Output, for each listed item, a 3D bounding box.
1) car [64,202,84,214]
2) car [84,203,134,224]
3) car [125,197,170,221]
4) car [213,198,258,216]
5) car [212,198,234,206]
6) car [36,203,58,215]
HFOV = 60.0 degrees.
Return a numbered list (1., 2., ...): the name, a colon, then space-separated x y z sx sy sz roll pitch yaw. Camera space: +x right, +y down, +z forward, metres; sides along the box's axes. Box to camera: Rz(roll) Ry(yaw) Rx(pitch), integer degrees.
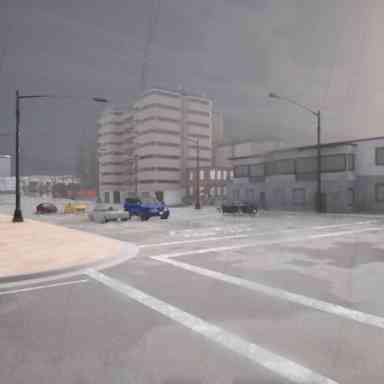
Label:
1. car: -15.816 2.130 45.082 1.882 1.535 5.008 0 -1 -37
2. car: -6.934 1.825 27.386 1.895 1.301 4.718 0 -1 -37
3. car: -4.178 1.446 29.545 2.150 2.045 5.566 0 -1 -37
4. car: 4.789 1.708 35.322 1.837 1.490 4.892 1 -2 -38
5. car: 5.530 1.773 60.037 1.970 1.475 3.806 0 -1 -37
6. car: -19.085 2.150 43.614 1.882 1.535 5.008 0 -1 -37
